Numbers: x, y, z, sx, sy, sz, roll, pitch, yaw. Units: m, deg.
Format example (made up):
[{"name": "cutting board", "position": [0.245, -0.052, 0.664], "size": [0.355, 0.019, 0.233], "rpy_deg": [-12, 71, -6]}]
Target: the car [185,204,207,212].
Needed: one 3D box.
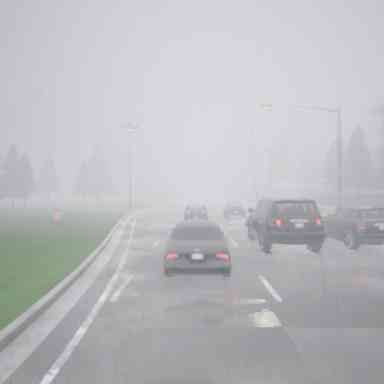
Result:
[{"name": "car", "position": [0.343, 1.696, 28.615], "size": [1.895, 1.301, 4.718], "rpy_deg": [0, 0, 1]}]

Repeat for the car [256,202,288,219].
[{"name": "car", "position": [7.370, 1.640, 31.122], "size": [1.994, 1.385, 4.181], "rpy_deg": [0, 0, 1]}]

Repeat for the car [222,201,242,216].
[{"name": "car", "position": [3.872, 1.615, 31.237], "size": [1.812, 1.442, 4.674], "rpy_deg": [0, 0, 1]}]

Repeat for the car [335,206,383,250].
[{"name": "car", "position": [7.222, 1.374, 14.632], "size": [2.097, 1.767, 4.553], "rpy_deg": [0, 0, 1]}]

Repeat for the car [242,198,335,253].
[{"name": "car", "position": [3.717, 1.253, 14.079], "size": [2.150, 2.045, 5.566], "rpy_deg": [0, 0, 1]}]

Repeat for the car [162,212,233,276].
[{"name": "car", "position": [0.165, 1.582, 10.384], "size": [2.033, 1.411, 5.357], "rpy_deg": [0, 0, 1]}]
